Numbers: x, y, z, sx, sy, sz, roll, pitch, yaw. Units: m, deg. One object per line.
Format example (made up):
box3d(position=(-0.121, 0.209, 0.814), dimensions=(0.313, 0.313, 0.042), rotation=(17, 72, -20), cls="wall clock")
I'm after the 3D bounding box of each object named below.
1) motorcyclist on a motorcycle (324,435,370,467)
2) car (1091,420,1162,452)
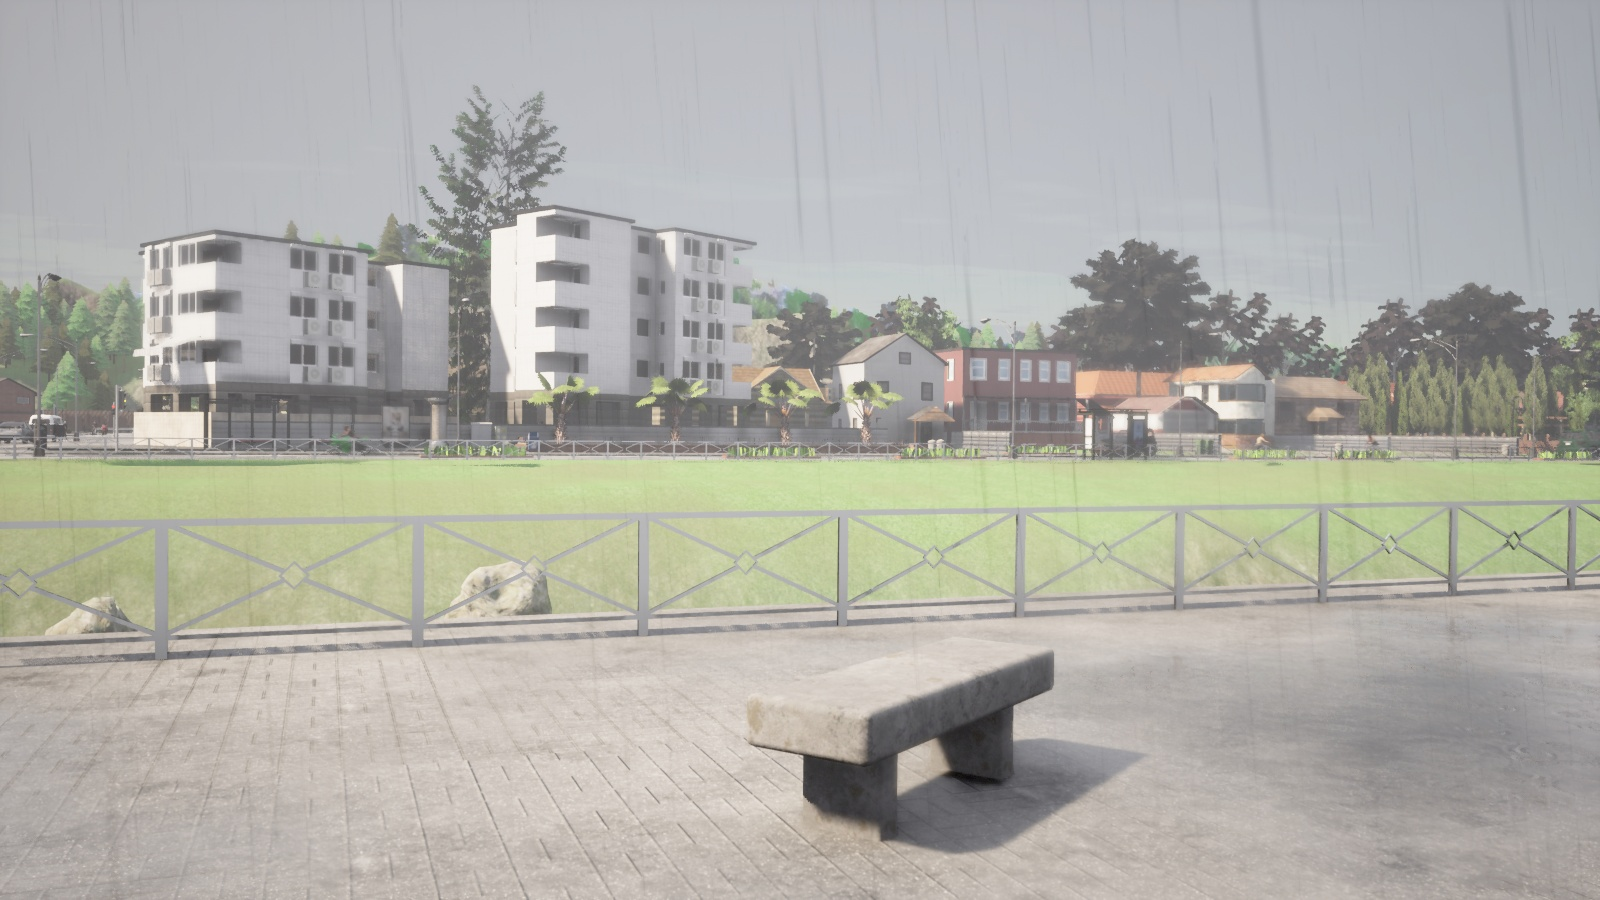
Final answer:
box3d(position=(-22.143, 0.021, 61.384), dimensions=(2.044, 1.523, 0.797), rotation=(-1, 1, -21), cls="motorcyclist on a motorcycle")
box3d(position=(20.108, -0.883, 77.413), dimensions=(3.866, 1.878, 1.905), rotation=(-1, 1, -21), cls="car")
